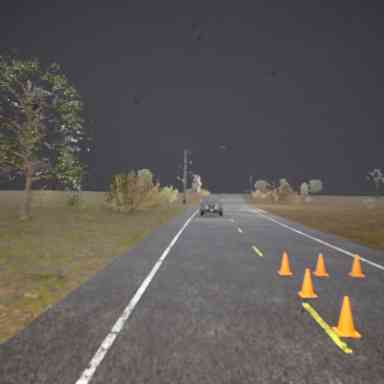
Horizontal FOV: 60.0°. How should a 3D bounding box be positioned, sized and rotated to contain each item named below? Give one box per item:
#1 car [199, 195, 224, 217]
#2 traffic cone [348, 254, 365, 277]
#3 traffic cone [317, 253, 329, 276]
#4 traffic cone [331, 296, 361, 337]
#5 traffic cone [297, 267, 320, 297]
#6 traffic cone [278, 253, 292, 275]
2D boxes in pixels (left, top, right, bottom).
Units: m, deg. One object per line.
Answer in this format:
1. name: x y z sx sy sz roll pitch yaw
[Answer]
1. car: 1.955 1.306 32.995 2.150 2.045 5.566 1 0 4
2. traffic cone: 4.645 2.056 9.399 0.340 0.580 0.340 1 0 2
3. traffic cone: 3.645 2.037 9.429 0.340 0.580 0.340 1 0 2
4. traffic cone: 2.527 2.011 5.461 0.340 0.580 0.340 1 0 2
5. traffic cone: 2.586 2.015 7.460 0.340 0.580 0.340 1 0 2
6. traffic cone: 2.646 2.019 9.459 0.340 0.580 0.340 1 0 2
